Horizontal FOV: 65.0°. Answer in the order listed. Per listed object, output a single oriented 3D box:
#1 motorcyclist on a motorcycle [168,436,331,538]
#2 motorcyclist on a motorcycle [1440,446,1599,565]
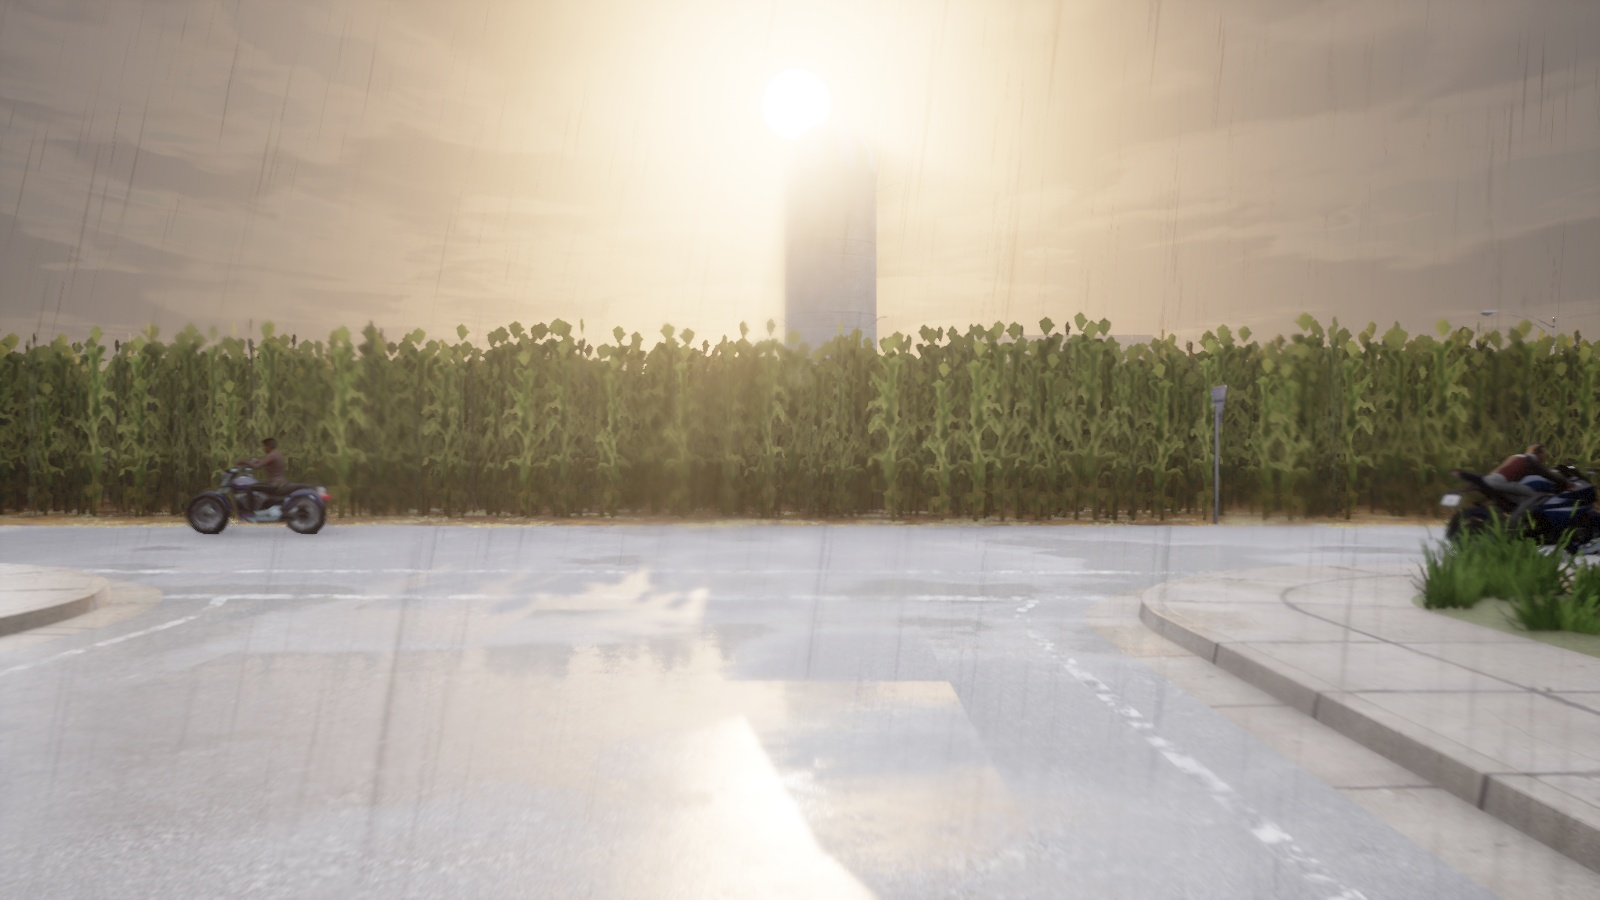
[{"bbox_3d":[-9.063,0.592,20.722,2.350,1.649,0.766,0,0,1],"label":"motorcyclist on a motorcycle"},{"bbox_3d":[9.828,0.716,16.715,2.191,1.530,0.866,0,1,-4],"label":"motorcyclist on a motorcycle"}]
